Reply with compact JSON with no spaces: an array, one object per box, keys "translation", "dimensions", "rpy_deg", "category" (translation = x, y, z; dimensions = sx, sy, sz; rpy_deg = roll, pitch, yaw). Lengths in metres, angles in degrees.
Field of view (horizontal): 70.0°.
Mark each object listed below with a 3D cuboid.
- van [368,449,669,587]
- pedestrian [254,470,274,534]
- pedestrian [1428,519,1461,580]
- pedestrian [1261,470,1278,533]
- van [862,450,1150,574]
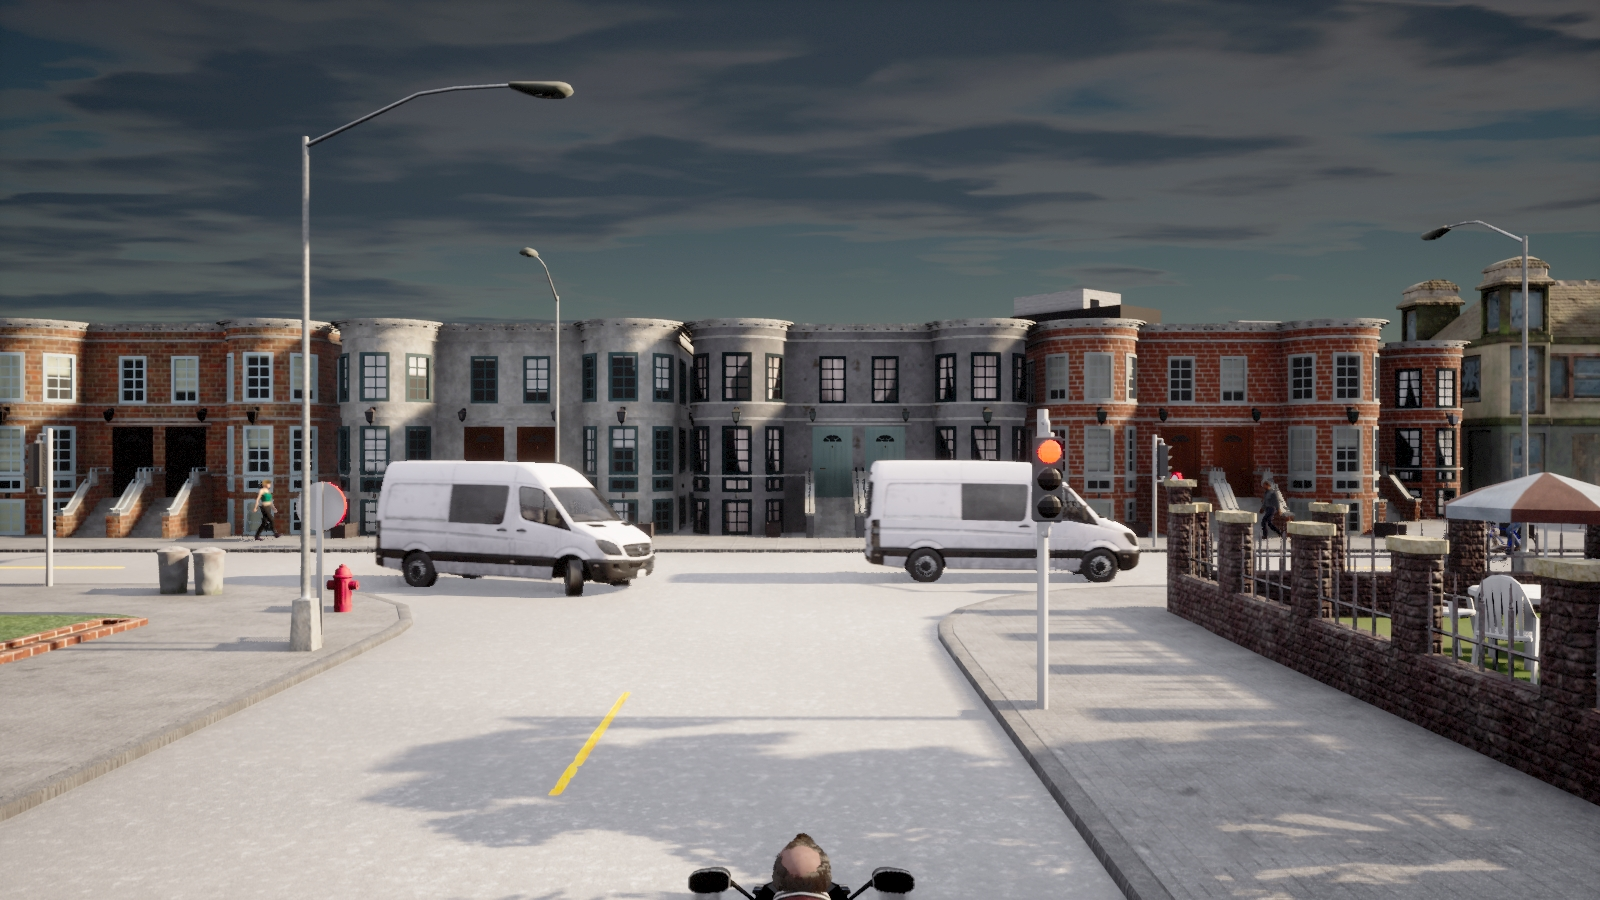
[{"translation":[-5.779,1.305,23.362],"dimensions":[5.915,2.561,1.988],"rpy_deg":[0,-2,22],"category":"van"},{"translation":[-15.652,1.511,33.350],"dimensions":[0.375,1.860,0.375],"rpy_deg":[0,0,7],"category":"pedestrian"},{"translation":[12.299,1.888,21.813],"dimensions":[0.500,1.100,0.500],"rpy_deg":[0,0,24],"category":"pedestrian"},{"translation":[13.868,1.511,33.718],"dimensions":[0.375,1.860,0.375],"rpy_deg":[0,0,6],"category":"pedestrian"},{"translation":[4.372,1.303,24.920],"dimensions":[5.915,2.561,1.988],"rpy_deg":[0,0,0],"category":"van"}]
